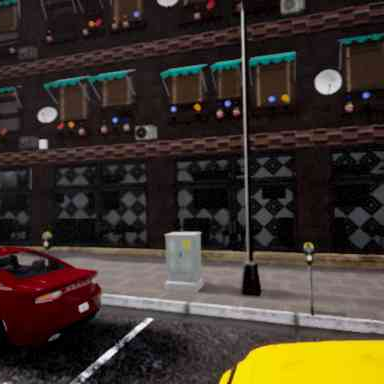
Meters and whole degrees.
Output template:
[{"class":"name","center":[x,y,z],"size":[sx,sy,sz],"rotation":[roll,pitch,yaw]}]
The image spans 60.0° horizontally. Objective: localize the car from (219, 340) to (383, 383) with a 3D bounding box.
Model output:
[{"class":"car","center":[2.690,1.486,1.896],"size":[5.366,1.575,1.801],"rotation":[0,-1,17]}]

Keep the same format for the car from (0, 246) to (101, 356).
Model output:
[{"class":"car","center":[-3.765,1.602,5.654],"size":[4.507,1.381,1.887],"rotation":[0,-2,17]}]
